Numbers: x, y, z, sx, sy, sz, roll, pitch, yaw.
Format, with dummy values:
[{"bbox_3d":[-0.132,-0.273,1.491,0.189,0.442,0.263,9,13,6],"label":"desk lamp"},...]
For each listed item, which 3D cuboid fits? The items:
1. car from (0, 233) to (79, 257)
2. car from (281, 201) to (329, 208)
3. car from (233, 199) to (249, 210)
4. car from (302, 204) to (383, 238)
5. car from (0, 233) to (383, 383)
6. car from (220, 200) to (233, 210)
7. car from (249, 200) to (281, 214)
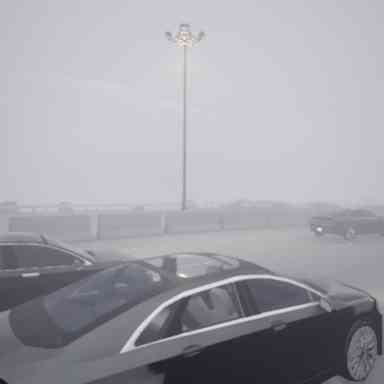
[{"bbox_3d":[-3.011,1.480,5.791,4.892,1.490,1.837,0,0,-35],"label":"car"},{"bbox_3d":[11.214,1.568,30.575,5.357,1.411,2.033,0,0,-26],"label":"car"},{"bbox_3d":[7.630,1.542,36.611,5.357,1.411,2.033,0,0,-26],"label":"car"},{"bbox_3d":[8.131,1.525,16.883,4.892,1.490,1.837,0,0,-29],"label":"car"},{"bbox_3d":[0.291,1.487,3.827,4.902,1.511,2.128,0,0,-34],"label":"car"},{"bbox_3d":[5.595,1.506,39.461,4.674,1.442,1.812,0,0,-26],"label":"car"},{"bbox_3d":[8.175,1.565,32.932,4.181,1.385,1.994,0,0,-26],"label":"car"}]
